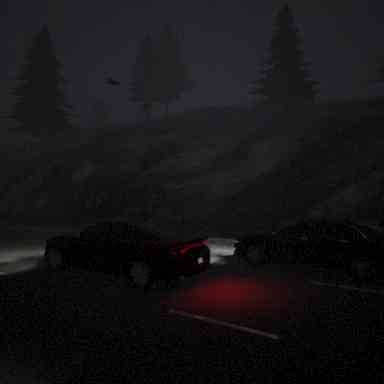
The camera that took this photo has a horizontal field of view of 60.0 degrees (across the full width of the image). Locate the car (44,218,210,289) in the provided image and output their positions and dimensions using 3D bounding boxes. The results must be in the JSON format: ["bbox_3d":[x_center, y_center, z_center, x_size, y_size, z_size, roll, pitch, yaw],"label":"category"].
[{"bbox_3d":[-1.924,1.438,9.089,5.008,1.535,1.882,0,0,31],"label":"car"}]

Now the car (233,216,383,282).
[{"bbox_3d":[3.580,1.479,9.758,4.892,1.490,1.837,0,0,34],"label":"car"}]
